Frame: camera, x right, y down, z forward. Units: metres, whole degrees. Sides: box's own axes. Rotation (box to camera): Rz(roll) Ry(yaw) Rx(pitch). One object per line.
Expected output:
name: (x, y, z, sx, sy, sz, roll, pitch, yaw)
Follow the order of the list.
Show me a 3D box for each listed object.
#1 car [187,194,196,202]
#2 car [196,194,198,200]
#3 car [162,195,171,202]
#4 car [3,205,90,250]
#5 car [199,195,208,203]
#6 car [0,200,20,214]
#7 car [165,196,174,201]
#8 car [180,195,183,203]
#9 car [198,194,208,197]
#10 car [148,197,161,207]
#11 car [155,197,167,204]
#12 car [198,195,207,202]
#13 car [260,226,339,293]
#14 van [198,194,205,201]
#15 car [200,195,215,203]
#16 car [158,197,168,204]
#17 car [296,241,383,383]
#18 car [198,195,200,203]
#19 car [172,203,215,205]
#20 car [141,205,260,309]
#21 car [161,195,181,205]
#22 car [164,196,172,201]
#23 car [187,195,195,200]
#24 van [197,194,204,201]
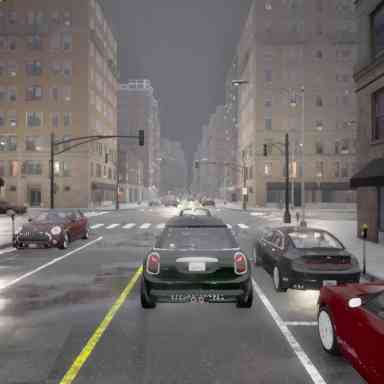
car: (-0.208, 1.706, 80.091, 1.895, 1.301, 4.718, 0, 0, 0)
car: (2.542, 1.398, 69.110, 2.192, 1.841, 5.009, 0, 0, 0)
car: (-6.062, 1.558, 80.071, 1.967, 1.590, 4.097, 0, 0, 0)
car: (-5.818, 1.445, 14.169, 1.967, 1.590, 4.097, 0, 0, 0)
car: (2.502, 1.540, 74.618, 1.967, 1.590, 4.097, 0, 0, 0)
car: (-17.605, 1.403, 30.207, 5.008, 1.535, 1.882, 0, 0, -2)
car: (-6.142, 1.727, 91.087, 1.947, 1.339, 4.313, 0, 0, 0)
car: (-3.139, 1.661, 60.023, 1.895, 1.301, 4.718, 0, 0, 0)
car: (2.580, 1.594, 63.773, 1.752, 1.417, 4.829, 0, 0, 0)
car: (-5.865, 1.595, 52.531, 2.008, 1.369, 4.403, 0, 0, 0)
car: (-5.944, 1.613, 63.547, 1.887, 1.381, 4.507, 0, 0, 0)
car: (2.463, 1.559, 80.123, 1.967, 1.590, 4.097, 0, 0, 0)
car: (2.694, 1.553, 8.662, 2.008, 1.369, 4.403, 0, 0, 0)
van: (2.424, 1.480, 85.632, 1.690, 1.788, 3.998, 0, 0, 0)
car: (2.660, 1.590, 52.589, 1.887, 1.381, 4.507, 0, 0, 0)
car: (-5.984, 1.665, 69.055, 1.802, 1.307, 4.206, 0, 0, 0)
car: (2.682, 1.545, 3.171, 1.887, 1.381, 4.507, 0, 0, 0)
car: (2.621, 1.622, 58.095, 1.947, 1.339, 4.313, 0, 0, 0)
car: (0.133, 1.497, 15.361, 2.128, 1.511, 4.902, 0, 0, 0)
car: (0.066, 1.355, 8.059, 2.097, 1.767, 4.553, 0, 0, -1)
car: (-3.085, 1.588, 50.206, 2.033, 1.411, 5.357, 0, 0, -1)
car: (-6.103, 1.721, 85.579, 1.802, 1.307, 4.206, 0, 0, 0)
car: (-0.280, 1.542, 90.067, 1.994, 1.385, 4.181, 0, 0, 0)
van: (2.384, 1.503, 91.138, 1.690, 1.788, 3.998, 0, 0, 0)
